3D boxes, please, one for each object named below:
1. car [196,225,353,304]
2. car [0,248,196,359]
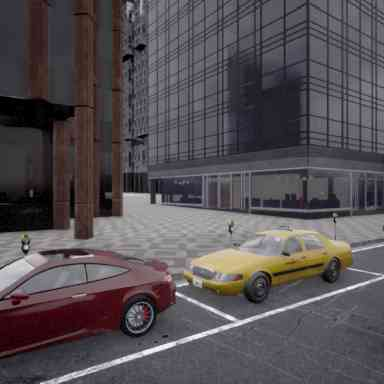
[{"bbox_3d":[2.064,1.525,8.159,4.829,1.417,1.752,0,0,-36],"label":"car"},{"bbox_3d":[-2.209,1.582,5.078,4.206,1.307,1.802,0,0,-36],"label":"car"}]
